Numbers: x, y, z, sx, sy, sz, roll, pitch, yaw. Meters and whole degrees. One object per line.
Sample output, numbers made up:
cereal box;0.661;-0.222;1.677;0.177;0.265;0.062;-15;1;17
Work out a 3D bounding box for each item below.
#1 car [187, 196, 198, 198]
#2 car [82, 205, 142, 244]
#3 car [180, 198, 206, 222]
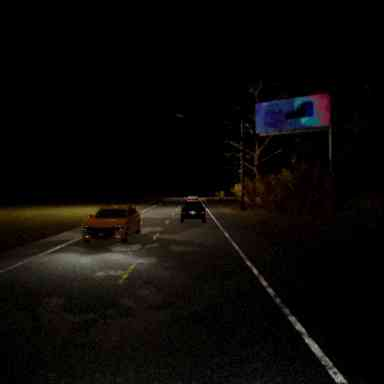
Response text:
car;0.099;1.258;43.274;2.128;1.511;4.902;0;0;0
car;-3.590;1.393;15.642;1.882;1.535;5.008;0;0;0
car;0.087;1.414;24.786;2.033;1.411;5.357;0;0;0
